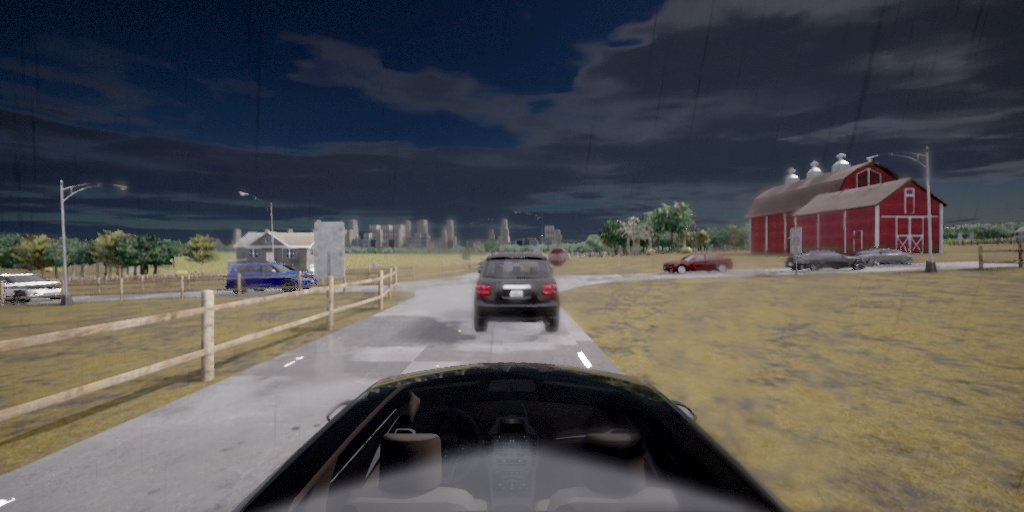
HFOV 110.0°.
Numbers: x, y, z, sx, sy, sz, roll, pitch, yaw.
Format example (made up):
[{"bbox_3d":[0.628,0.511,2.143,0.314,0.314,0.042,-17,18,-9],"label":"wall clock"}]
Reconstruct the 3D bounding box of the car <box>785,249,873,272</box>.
[{"bbox_3d":[21.699,0.340,24.953,4.674,1.442,1.812,-2,0,0],"label":"car"}]

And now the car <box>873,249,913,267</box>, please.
[{"bbox_3d":[28.282,0.131,27.880,4.181,1.385,1.994,-2,0,0],"label":"car"}]

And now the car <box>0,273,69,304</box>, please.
[{"bbox_3d":[-34.580,2.231,24.973,5.566,2.045,2.150,-2,0,0],"label":"car"}]

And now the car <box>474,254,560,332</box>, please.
[{"bbox_3d":[0.121,0.950,10.893,2.150,2.045,5.566,0,0,0],"label":"car"}]

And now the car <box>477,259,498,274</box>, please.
[{"bbox_3d":[-2.773,1.152,41.601,2.128,1.511,4.902,0,0,0],"label":"car"}]

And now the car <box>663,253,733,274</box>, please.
[{"bbox_3d":[14.366,0.558,27.890,5.008,1.535,1.882,-2,0,0],"label":"car"}]

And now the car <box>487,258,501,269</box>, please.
[{"bbox_3d":[-2.734,1.118,55.280,1.882,1.535,5.008,0,0,0],"label":"car"}]

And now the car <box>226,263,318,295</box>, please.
[{"bbox_3d":[-16.659,1.509,24.959,5.566,2.045,2.150,-2,0,0],"label":"car"}]
